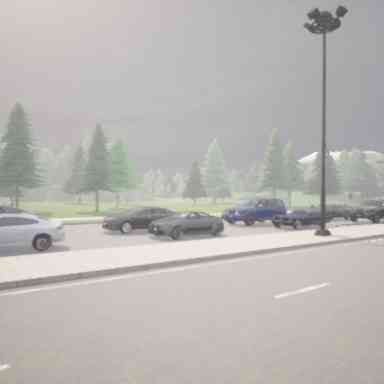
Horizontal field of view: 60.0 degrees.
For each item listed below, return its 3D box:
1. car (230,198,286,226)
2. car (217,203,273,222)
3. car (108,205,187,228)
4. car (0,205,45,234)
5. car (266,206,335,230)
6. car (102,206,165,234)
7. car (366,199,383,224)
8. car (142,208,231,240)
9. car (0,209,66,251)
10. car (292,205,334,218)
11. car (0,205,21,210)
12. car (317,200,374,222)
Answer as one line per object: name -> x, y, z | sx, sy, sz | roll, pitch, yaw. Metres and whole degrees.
car -> 5.148, 1.504, 26.137 | 5.566, 2.045, 2.150 | 1, -1, -35
car -> 4.878, 1.807, 30.243 | 4.902, 1.511, 2.128 | 1, -1, -36
car -> -3.187, 1.727, 24.465 | 5.357, 1.411, 2.033 | 1, -1, -36
car -> -11.173, 1.523, 18.732 | 5.008, 1.535, 1.882 | 1, -1, -36
car -> 7.824, 1.891, 23.739 | 4.718, 1.301, 1.895 | 1, -1, -35
car -> -2.981, 1.650, 20.305 | 4.892, 1.490, 1.837 | 1, -1, -35
car -> 16.397, 1.655, 29.796 | 5.566, 2.045, 2.150 | 1, -1, -36
car -> -0.246, 1.718, 17.969 | 4.181, 1.385, 1.994 | 1, -1, -36
car -> -7.342, 1.560, 12.866 | 4.674, 1.442, 1.812 | 1, -1, -36
car -> 13.090, 2.054, 36.023 | 4.718, 1.301, 1.895 | 1, -1, -35
car -> -10.417, 1.372, 14.968 | 4.553, 1.767, 2.097 | 1, -1, -36
car -> 12.430, 1.534, 26.915 | 4.181, 1.385, 1.994 | 1, -1, -35
